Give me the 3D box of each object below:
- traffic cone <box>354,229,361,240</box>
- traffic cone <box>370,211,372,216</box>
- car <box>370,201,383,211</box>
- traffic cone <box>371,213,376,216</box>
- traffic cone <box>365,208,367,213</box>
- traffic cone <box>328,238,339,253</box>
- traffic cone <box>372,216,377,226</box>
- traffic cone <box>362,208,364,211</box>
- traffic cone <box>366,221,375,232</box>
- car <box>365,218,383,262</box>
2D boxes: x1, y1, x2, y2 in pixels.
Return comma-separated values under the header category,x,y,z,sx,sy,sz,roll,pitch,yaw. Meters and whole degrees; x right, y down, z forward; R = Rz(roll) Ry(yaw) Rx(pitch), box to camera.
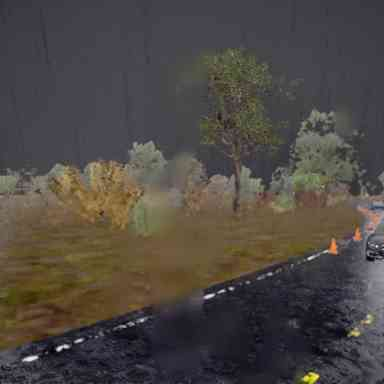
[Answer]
category,x,y,z,sx,sy,sz,roll,pitch,yaw
traffic cone,8.578,2.191,17.233,0.340,0.580,0.340,0,-1,35
traffic cone,18.636,2.438,34.001,0.340,0.580,0.340,0,-1,26
car,30.965,2.283,55.528,1.882,1.535,5.008,0,-1,24
traffic cone,16.372,2.375,29.663,0.340,0.580,0.340,0,-1,29
traffic cone,22.757,2.567,42.984,0.340,0.580,0.340,0,-1,24
traffic cone,5.660,2.130,13.306,0.340,0.580,0.340,0,-1,38
traffic cone,13.938,2.313,25.418,0.340,0.580,0.340,0,-1,31
traffic cone,24.791,2.632,47.551,0.340,0.580,0.340,0,-1,24
traffic cone,11.339,2.252,21.273,0.340,0.580,0.340,0,-1,33
car,7.698,1.681,12.148,1.837,1.490,4.892,0,-1,37
